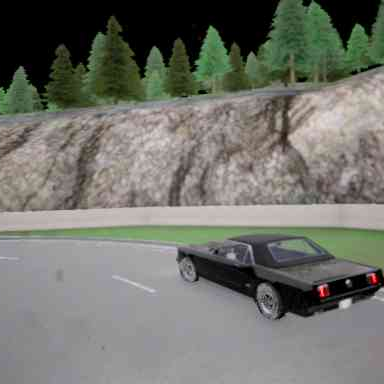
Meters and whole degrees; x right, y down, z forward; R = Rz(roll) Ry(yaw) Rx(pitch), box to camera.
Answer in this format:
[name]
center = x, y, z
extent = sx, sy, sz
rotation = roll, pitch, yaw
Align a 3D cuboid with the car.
[car]
center = 1.404, 1.566, 7.338
extent = 1.895, 1.301, 4.718
rotation = -2, 0, -29
